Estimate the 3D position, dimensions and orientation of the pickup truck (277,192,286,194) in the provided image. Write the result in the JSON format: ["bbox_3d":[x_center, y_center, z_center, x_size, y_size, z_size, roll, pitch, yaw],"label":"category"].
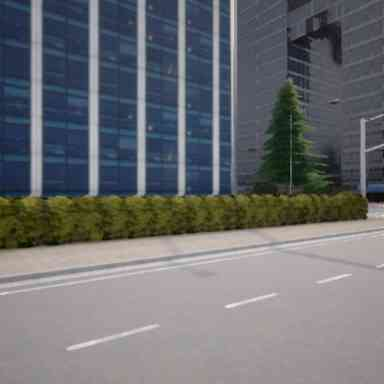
[{"bbox_3d":[19.878,1.092,71.480,2.390,2.098,6.274,0,0,-6],"label":"pickup truck"}]

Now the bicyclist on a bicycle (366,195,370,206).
[{"bbox_3d":[27.195,1.331,51.690,1.656,1.620,0.582,0,0,-36],"label":"bicyclist on a bicycle"}]
